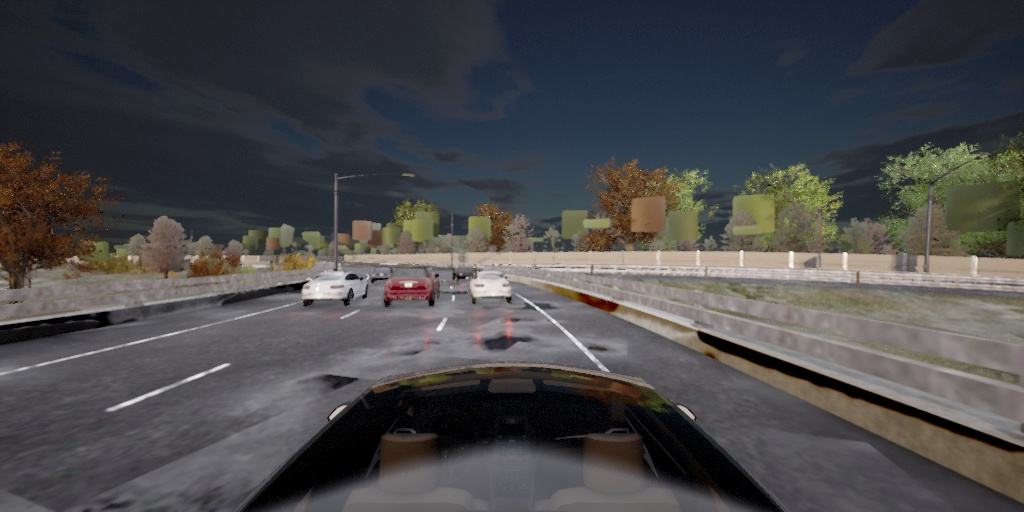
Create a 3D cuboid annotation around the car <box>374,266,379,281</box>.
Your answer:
[{"bbox_3d":[-11.148,1.576,31.164,2.033,1.411,5.357,0,-1,-16],"label":"car"}]

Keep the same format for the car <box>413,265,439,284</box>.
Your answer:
[{"bbox_3d":[-7.782,1.584,32.125,2.033,1.411,5.357,0,-1,-16],"label":"car"}]

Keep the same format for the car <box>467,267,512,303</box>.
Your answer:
[{"bbox_3d":[-1.124,1.424,17.586,1.812,1.442,4.674,0,0,-8],"label":"car"}]

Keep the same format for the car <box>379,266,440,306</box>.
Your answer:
[{"bbox_3d":[-4.543,1.242,16.815,2.097,1.767,4.553,0,-1,-8],"label":"car"}]

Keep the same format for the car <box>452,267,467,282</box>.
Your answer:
[{"bbox_3d":[-4.453,1.646,33.201,1.895,1.301,4.718,0,-1,-16],"label":"car"}]

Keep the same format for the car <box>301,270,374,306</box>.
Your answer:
[{"bbox_3d":[-8.060,1.418,16.643,1.812,1.442,4.674,0,0,-8],"label":"car"}]
